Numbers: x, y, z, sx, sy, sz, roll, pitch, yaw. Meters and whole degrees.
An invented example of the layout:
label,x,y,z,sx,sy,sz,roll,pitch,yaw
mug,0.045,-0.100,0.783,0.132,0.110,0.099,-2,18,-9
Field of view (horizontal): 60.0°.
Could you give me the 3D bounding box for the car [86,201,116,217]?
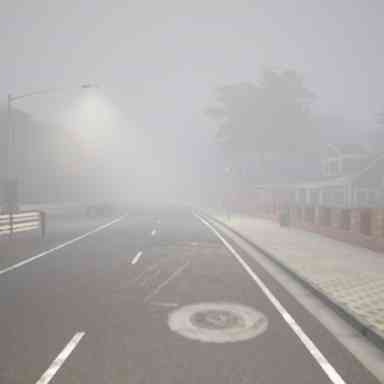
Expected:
label,x,y,z,sx,sy,sz,roll,pitch,yaw
car,-9.158,1.709,33.777,1.837,1.490,4.892,1,0,4
